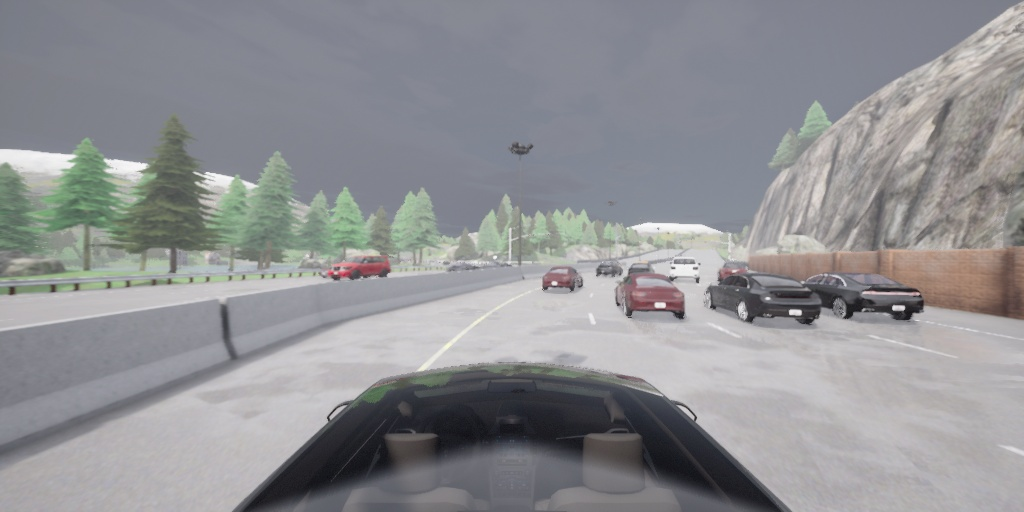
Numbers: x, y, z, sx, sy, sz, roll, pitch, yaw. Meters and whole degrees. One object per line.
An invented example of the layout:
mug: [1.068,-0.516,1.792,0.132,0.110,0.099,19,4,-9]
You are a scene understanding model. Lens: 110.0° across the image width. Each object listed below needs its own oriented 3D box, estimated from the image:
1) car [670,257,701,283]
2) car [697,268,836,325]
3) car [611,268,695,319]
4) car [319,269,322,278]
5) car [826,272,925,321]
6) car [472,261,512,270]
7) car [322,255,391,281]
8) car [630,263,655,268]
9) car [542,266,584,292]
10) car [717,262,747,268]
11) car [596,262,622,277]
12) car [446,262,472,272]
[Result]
car: [14.603,1.128,30.297,2.150,2.045,5.566,0,0,27]
car: [8.289,1.331,12.361,1.837,1.490,4.892,0,0,10]
car: [4.893,1.332,13.128,1.812,1.442,4.674,0,0,10]
car: [-15.113,1.251,32.479,1.812,1.442,4.674,0,0,21]
car: [11.991,1.343,13.033,2.128,1.511,4.902,0,0,12]
car: [-1.669,1.314,37.252,2.128,1.511,4.902,0,0,26]
car: [-12.435,0.959,29.745,2.150,2.045,5.566,0,0,20]
car: [11.470,1.368,31.747,1.882,1.535,5.008,0,0,26]
car: [3.171,1.352,22.022,1.812,1.442,4.674,0,0,20]
car: [18.565,1.285,30.263,2.097,1.767,4.553,0,0,27]
car: [10.245,1.391,37.554,2.128,1.511,4.902,0,0,30]
car: [-5.200,1.365,37.974,1.994,1.385,4.181,0,0,26]
